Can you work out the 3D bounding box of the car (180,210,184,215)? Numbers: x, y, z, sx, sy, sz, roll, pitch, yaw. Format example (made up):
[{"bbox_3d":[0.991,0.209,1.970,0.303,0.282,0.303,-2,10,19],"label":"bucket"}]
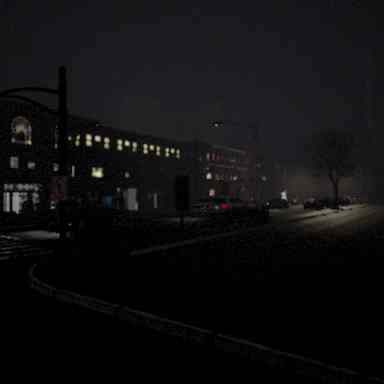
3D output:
[{"bbox_3d":[0.575,1.811,37.781,1.752,1.417,4.829,-1,-1,35],"label":"car"}]

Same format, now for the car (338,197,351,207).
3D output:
[{"bbox_3d":[26.589,1.730,60.237,2.192,1.841,5.009,-1,-1,35],"label":"car"}]

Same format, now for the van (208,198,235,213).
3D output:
[{"bbox_3d":[3.848,1.656,42.443,1.690,1.788,3.998,-1,-1,35],"label":"van"}]

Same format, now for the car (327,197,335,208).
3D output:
[{"bbox_3d":[20.235,1.668,51.193,2.192,1.841,5.009,-1,-1,35],"label":"car"}]

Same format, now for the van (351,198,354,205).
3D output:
[{"bbox_3d":[29.765,1.787,64.758,1.690,1.788,3.998,-1,-1,35],"label":"van"}]

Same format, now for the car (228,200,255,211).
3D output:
[{"bbox_3d":[7.026,1.894,46.963,2.008,1.369,4.403,-1,-1,35],"label":"car"}]

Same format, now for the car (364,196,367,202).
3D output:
[{"bbox_3d":[39.296,2.126,78.319,1.802,1.307,4.206,-1,-1,35],"label":"car"}]

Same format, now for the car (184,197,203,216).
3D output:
[{"bbox_3d":[1.969,1.484,35.254,2.150,2.045,5.566,0,0,35],"label":"car"}]

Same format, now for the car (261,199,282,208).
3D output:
[{"bbox_3d":[13.379,1.955,56.007,2.008,1.369,4.403,-1,-1,35],"label":"car"}]

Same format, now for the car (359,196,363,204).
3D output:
[{"bbox_3d":[36.217,2.037,73.938,1.752,1.417,4.829,-1,-1,35],"label":"car"}]

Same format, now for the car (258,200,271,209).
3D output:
[{"bbox_3d":[10.105,1.898,51.346,1.752,1.417,4.829,-1,-1,35],"label":"car"}]

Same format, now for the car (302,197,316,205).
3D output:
[{"bbox_3d":[26.084,1.970,74.094,1.967,1.590,4.097,-1,-1,35],"label":"car"}]

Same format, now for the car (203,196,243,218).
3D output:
[{"bbox_3d":[3.765,1.459,32.258,2.150,2.045,5.566,0,-1,35],"label":"car"}]

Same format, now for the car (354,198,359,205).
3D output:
[{"bbox_3d":[32.943,2.060,69.276,1.802,1.307,4.206,-1,-1,35],"label":"car"}]

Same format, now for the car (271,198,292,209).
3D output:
[{"bbox_3d":[13.031,1.756,50.827,2.097,1.767,4.553,0,-1,35],"label":"car"}]

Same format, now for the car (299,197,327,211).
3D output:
[{"bbox_3d":[17.060,1.762,46.670,1.967,1.590,4.097,-1,-1,35],"label":"car"}]

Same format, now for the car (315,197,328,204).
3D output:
[{"bbox_3d":[32.437,2.036,83.137,1.967,1.590,4.097,-1,-1,35],"label":"car"}]

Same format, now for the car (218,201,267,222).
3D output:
[{"bbox_3d":[4.398,1.753,28.553,1.887,1.381,4.507,-1,-1,35],"label":"car"}]

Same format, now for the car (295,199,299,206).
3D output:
[{"bbox_3d":[19.732,2.017,65.051,2.008,1.369,4.403,-1,-1,35],"label":"car"}]

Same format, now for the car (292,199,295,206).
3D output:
[{"bbox_3d":[16.556,1.986,60.528,2.008,1.369,4.403,-1,-1,35],"label":"car"}]

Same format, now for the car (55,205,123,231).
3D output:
[{"bbox_3d":[-6.889,1.697,22.682,1.837,1.490,4.892,0,0,33],"label":"car"}]
